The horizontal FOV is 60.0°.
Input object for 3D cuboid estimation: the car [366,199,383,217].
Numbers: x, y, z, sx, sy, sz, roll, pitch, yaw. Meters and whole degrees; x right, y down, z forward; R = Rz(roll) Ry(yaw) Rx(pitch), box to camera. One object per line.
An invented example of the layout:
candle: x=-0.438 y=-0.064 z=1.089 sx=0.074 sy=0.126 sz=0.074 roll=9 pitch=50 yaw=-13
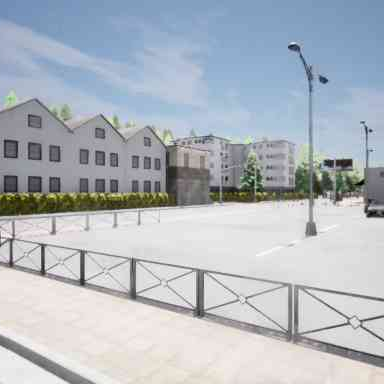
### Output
car: x=15.364 y=1.298 z=26.852 sx=2.007 sy=1.523 sz=4.514 roll=0 pitch=0 yaw=35
